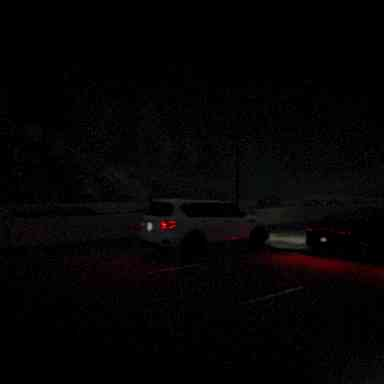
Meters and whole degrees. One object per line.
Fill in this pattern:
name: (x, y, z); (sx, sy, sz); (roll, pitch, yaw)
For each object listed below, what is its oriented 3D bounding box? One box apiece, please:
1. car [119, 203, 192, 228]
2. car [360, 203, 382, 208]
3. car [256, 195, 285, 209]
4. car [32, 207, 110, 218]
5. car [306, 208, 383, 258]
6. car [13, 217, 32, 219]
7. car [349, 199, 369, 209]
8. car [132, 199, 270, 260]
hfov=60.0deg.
car: (-2.593, 1.633, 24.363); (4.902, 1.511, 2.128); (1, -1, -40)
car: (12.516, 1.726, 23.131); (5.357, 1.411, 2.033); (0, 0, -42)
car: (12.580, 1.581, 53.245); (2.150, 2.045, 5.566); (0, 0, 42)
car: (-8.375, 1.718, 23.561); (4.718, 1.301, 1.895); (0, 0, -36)
car: (6.597, 1.579, 13.392); (5.008, 1.535, 1.882); (1, -1, -39)
car: (-11.292, 1.723, 25.730); (4.718, 1.301, 1.895); (0, 0, -36)
car: (27.480, 1.892, 54.614); (1.882, 1.535, 5.008); (0, 0, 39)
car: (0.671, 1.299, 13.158); (5.566, 2.045, 2.150); (1, -1, -38)
